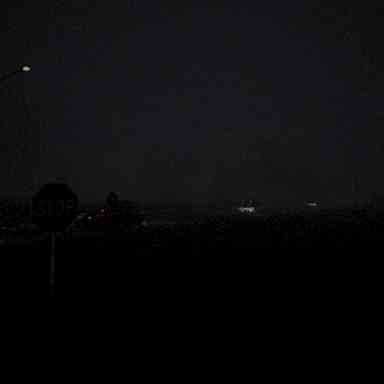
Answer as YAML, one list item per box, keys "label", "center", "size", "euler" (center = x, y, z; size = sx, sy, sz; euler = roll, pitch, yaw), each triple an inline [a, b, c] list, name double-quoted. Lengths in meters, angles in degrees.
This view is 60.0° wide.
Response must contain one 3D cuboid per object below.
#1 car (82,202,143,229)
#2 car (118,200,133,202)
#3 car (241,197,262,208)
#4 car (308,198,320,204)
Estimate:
- label: "car"
  center: [-5.252, 1.606, 22.533]
  size: [1.994, 1.385, 4.181]
  euler: [2, 0, 36]
- label: "car"
  center: [-7.095, 1.520, 31.952]
  size: [1.837, 1.490, 4.892]
  euler: [2, 2, 36]
- label: "car"
  center: [10.041, 1.606, 55.745]
  size: [2.097, 1.767, 4.553]
  euler: [2, 0, 36]
- label: "car"
  center: [31.289, 2.236, 85.267]
  size: [2.128, 1.511, 4.902]
  euler: [2, 0, 36]
